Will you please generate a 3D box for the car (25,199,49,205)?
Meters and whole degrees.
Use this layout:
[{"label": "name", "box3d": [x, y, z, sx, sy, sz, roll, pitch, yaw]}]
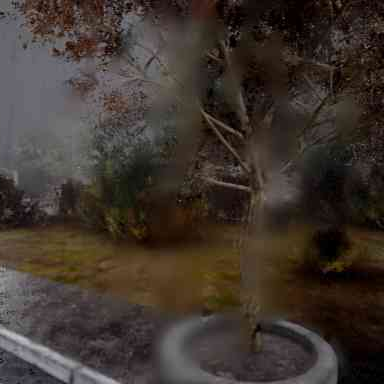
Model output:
[{"label": "car", "box3d": [-21.277, 1.519, 44.590, 2.033, 1.411, 5.357, 0, 0, 32]}]
